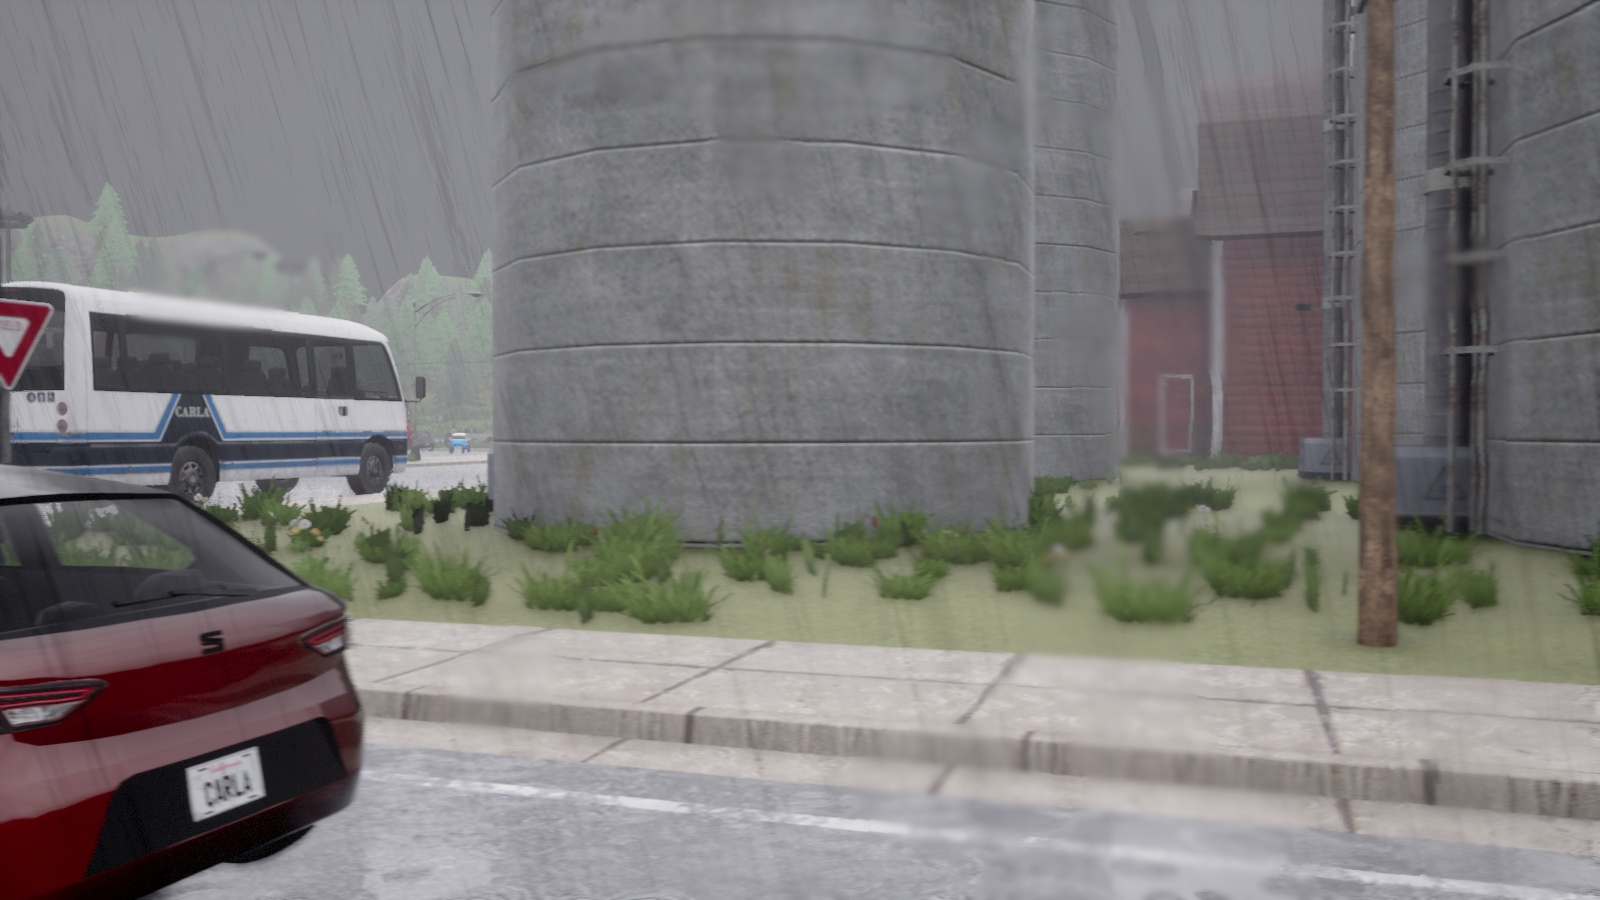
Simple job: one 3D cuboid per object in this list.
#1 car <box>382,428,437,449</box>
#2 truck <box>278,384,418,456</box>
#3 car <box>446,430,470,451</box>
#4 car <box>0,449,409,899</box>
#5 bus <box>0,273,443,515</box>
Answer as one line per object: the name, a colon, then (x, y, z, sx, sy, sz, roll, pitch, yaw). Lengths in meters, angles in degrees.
car: (-28.479, -0.829, 91.572, 3.633, 1.501, 1.845, 1, 1, 32)
truck: (-25.581, -1.661, 71.576, 2.891, 3.827, 8.468, 1, 1, 18)
car: (-23.309, -0.661, 85.583, 1.481, 1.376, 2.207, 1, 1, -12)
car: (-3.699, 0.746, 4.407, 4.193, 1.474, 1.816, 1, 1, 20)
bus: (-12.494, -1.074, 27.534, 3.944, 4.253, 10.273, 1, 1, 18)
